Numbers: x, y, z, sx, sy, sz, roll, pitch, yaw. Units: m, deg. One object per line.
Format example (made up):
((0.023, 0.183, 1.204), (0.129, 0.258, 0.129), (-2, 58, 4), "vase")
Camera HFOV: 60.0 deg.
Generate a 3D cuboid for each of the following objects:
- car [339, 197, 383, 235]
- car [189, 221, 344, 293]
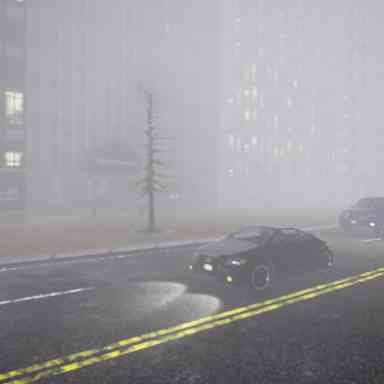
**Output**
((11.153, 1.326, 20.109), (5.566, 2.045, 2.150), (1, 0, -37), "car")
((1.992, 1.602, 9.038), (4.181, 1.385, 1.994), (0, 0, -36), "car")
